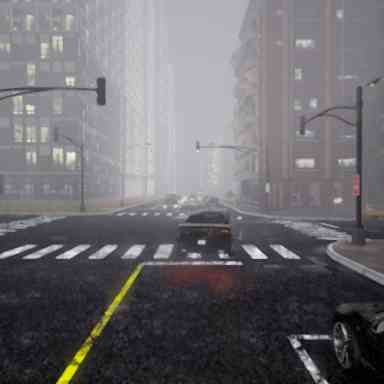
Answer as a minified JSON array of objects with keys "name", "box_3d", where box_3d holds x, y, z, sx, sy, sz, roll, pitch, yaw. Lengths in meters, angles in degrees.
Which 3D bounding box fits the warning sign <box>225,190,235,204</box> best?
[{"name":"warning sign","box_3d":[5.092,0.668,44.729,1.300,1.860,1.060,0,0,0]}]

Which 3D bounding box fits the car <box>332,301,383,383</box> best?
[{"name":"car","box_3d":[2.693,1.538,2.598,1.947,1.339,4.313,0,1,0]}]

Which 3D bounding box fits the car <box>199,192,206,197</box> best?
[{"name":"car","box_3d":[2.747,0.695,91.426,1.802,1.307,4.206,0,1,0]}]

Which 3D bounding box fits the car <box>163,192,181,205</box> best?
[{"name":"car","box_3d":[-3.056,0.996,48.305,1.882,1.535,5.008,0,1,0]}]

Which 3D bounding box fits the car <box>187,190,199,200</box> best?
[{"name":"car","box_3d":[0.042,0.862,67.218,1.812,1.442,4.674,0,1,0]}]

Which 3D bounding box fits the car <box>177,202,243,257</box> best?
[{"name":"car","box_3d":[0.813,1.349,12.537,1.882,1.535,5.008,0,1,12]}]

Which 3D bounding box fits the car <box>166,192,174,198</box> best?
[{"name":"car","box_3d":[-5.636,0.715,85.782,2.008,1.369,4.403,0,1,0]}]

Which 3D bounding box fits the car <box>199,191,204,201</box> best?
[{"name":"car","box_3d":[2.726,0.980,57.536,2.008,1.369,4.403,0,1,0]}]

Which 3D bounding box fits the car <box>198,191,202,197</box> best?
[{"name":"car","box_3d":[2.730,0.927,63.184,2.008,1.369,4.403,0,1,0]}]

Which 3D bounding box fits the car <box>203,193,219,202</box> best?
[{"name":"car","box_3d":[2.769,1.136,44.620,1.802,1.307,4.206,0,1,0]}]

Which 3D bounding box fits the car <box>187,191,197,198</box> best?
[{"name":"car","box_3d":[0.049,0.601,77.219,2.128,1.511,4.902,0,1,0]}]

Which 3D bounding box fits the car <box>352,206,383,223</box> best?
[{"name":"car","box_3d":[14.658,1.579,24.933,4.829,1.417,1.752,1,-1,0]}]
